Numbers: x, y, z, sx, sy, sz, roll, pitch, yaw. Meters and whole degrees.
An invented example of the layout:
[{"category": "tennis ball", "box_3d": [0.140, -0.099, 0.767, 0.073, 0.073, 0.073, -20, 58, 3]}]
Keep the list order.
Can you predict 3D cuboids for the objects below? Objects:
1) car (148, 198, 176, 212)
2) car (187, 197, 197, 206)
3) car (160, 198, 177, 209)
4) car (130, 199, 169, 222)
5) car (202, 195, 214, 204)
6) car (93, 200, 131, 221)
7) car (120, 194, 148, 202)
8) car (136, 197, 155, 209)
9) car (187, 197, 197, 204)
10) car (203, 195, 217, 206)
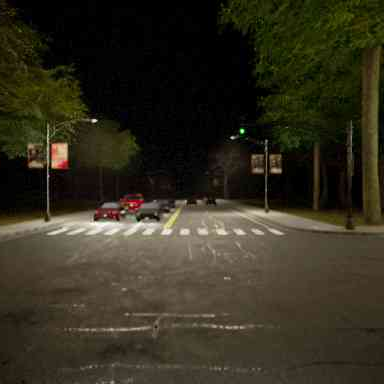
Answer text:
[{"category": "car", "box_3d": [-3.301, 1.575, 37.175, 2.033, 1.411, 5.357, 0, 0, 0]}, {"category": "car", "box_3d": [-0.008, 1.606, 56.955, 2.033, 1.411, 5.357, 0, 0, 0]}, {"category": "car", "box_3d": [-3.306, 1.588, 47.491, 2.033, 1.411, 5.357, 0, 0, 0]}, {"category": "car", "box_3d": [-3.316, 1.566, 27.097, 2.033, 1.411, 5.357, 0, 0, 0]}, {"category": "car", "box_3d": [3.241, 1.446, 67.352, 2.097, 1.767, 4.553, 0, 0, 0]}, {"category": "car", "box_3d": [-6.564, 1.583, 27.150, 1.994, 1.385, 4.181, 0, 0, 0]}, {"category": "car", "box_3d": [-6.557, 1.248, 36.630, 2.150, 2.045, 5.566, 0, 0, 0]}, {"category": "car", "box_3d": [-6.555, 1.518, 47.035, 1.882, 1.535, 5.008, 0, 0, 1]}, {"category": "car", "box_3d": [-0.009, 1.697, 67.411, 1.895, 1.301, 4.718, 0, 0, 0]}, {"category": "car", "box_3d": [3.242, 1.605, 56.956, 2.033, 1.411, 5.357, 0, 0, 0]}]
